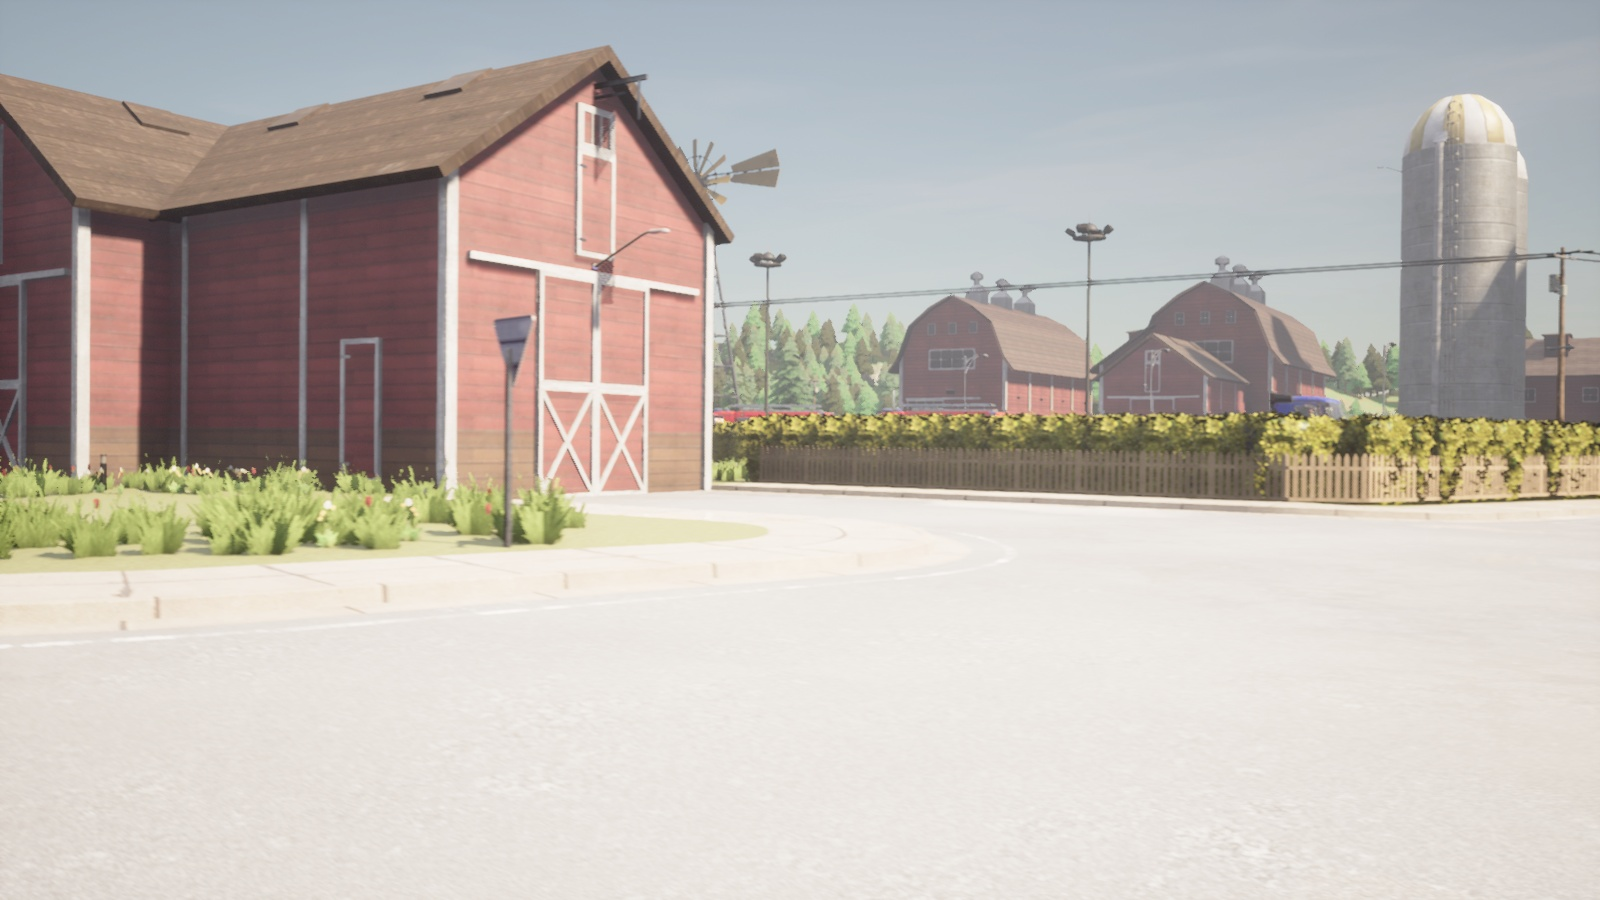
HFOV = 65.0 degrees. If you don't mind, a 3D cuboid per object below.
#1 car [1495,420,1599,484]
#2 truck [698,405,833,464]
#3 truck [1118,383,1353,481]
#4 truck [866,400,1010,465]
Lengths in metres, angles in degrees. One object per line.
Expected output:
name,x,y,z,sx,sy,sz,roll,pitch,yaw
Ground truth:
car,26.064,0.042,41.141,5.566,2.045,2.150,0,1,35
truck,-2.313,-1.004,83.318,8.468,3.827,2.891,0,1,20
truck,16.404,-0.643,47.538,7.936,3.462,2.891,0,1,33
truck,8.468,-1.033,77.579,8.468,3.827,2.891,0,1,33
